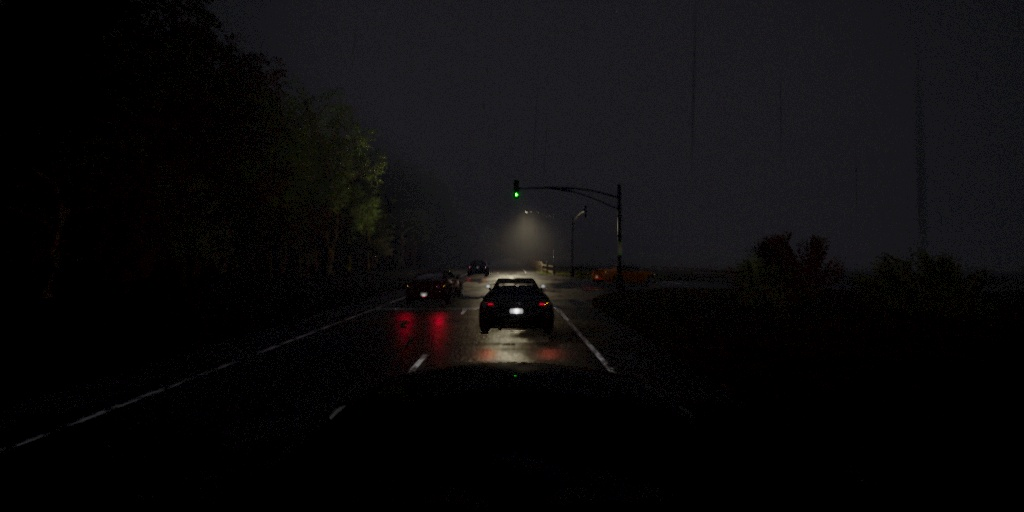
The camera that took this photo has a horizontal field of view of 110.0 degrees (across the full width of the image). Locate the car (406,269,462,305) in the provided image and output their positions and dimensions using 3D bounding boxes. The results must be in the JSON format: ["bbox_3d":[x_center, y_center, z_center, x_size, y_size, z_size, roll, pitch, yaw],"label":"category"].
[{"bbox_3d":[-3.403,1.303,16.160,1.812,1.442,4.674,0,0,0],"label":"car"}]

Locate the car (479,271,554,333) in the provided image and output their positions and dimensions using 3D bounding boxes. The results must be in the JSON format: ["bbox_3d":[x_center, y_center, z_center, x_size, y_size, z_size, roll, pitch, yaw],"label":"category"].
[{"bbox_3d":[0.114,1.332,10.839,1.994,1.385,4.181,0,0,0],"label":"car"}]

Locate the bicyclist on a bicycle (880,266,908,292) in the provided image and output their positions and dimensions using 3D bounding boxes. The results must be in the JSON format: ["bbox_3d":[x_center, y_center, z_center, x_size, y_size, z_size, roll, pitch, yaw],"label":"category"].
[{"bbox_3d":[24.300,1.443,22.824,0.582,1.620,1.656,1,0,0],"label":"bicyclist on a bicycle"}]

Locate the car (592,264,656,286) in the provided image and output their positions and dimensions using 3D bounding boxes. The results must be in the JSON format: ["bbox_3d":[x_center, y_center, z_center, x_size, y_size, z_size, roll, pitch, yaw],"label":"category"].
[{"bbox_3d":[8.066,1.328,25.717,5.008,1.535,1.882,1,-2,-26],"label":"car"}]

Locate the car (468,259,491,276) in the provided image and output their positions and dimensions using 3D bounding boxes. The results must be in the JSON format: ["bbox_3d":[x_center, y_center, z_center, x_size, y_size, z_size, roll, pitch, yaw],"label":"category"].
[{"bbox_3d":[-3.402,1.167,37.838,2.097,1.767,4.553,0,0,0],"label":"car"}]
